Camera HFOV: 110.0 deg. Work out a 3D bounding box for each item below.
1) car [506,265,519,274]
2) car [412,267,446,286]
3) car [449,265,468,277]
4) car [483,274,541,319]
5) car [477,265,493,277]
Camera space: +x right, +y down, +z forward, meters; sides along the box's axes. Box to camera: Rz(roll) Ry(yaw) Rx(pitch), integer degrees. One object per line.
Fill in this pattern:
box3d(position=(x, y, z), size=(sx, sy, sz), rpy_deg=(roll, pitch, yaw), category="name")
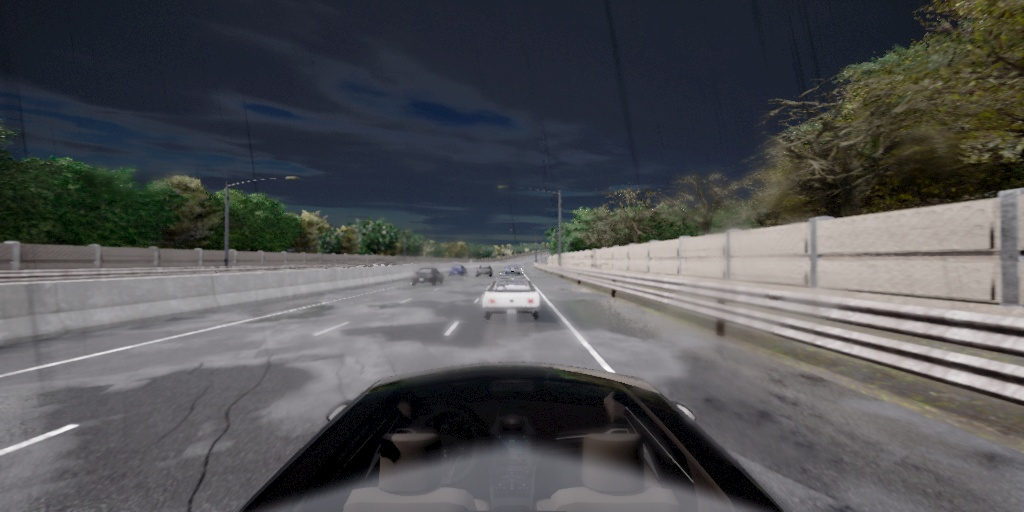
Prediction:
box3d(position=(0.106, 1.961, 52.418), size=(2.033, 1.411, 5.357), rpy_deg=(0, -1, 0), category="car")
box3d(position=(-6.895, 1.650, 29.638), size=(1.812, 1.442, 4.674), rpy_deg=(0, -1, 0), category="car")
box3d(position=(-6.880, 1.864, 46.137), size=(1.812, 1.442, 4.674), rpy_deg=(0, -1, 0), category="car")
box3d(position=(0.001, 1.511, 13.596), size=(1.895, 1.301, 4.718), rpy_deg=(0, -1, 0), category="car")
box3d(position=(-3.396, 1.822, 45.386), size=(2.128, 1.511, 4.902), rpy_deg=(0, -1, 0), category="car")
